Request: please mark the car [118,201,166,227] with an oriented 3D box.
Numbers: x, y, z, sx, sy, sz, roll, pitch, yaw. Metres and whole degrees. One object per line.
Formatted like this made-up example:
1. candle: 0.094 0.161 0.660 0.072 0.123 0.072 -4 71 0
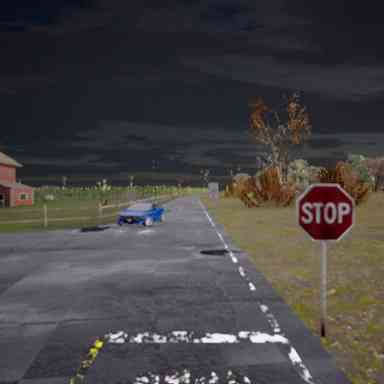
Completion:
1. car: -3.224 1.398 22.426 1.882 1.535 5.008 1 1 12
